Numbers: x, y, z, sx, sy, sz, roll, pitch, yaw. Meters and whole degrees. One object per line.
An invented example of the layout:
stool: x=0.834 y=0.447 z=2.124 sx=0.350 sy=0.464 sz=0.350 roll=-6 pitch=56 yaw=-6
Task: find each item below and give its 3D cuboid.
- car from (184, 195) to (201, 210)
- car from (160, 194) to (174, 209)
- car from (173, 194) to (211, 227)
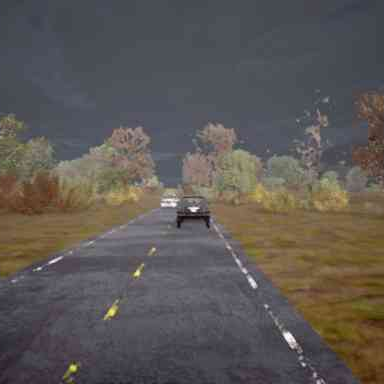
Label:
car: x=0.097 y=1.340 z=42.540 sx=2.097 sy=1.767 sz=4.553 roll=0 pitch=0 yaw=0
car: x=-3.003 y=1.286 z=45.147 sx=2.150 sy=2.045 sz=5.566 roll=0 pitch=0 yaw=0
car: x=0.110 y=1.220 z=22.862 sx=2.150 sy=2.045 sz=5.566 roll=0 pitch=0 yaw=0
